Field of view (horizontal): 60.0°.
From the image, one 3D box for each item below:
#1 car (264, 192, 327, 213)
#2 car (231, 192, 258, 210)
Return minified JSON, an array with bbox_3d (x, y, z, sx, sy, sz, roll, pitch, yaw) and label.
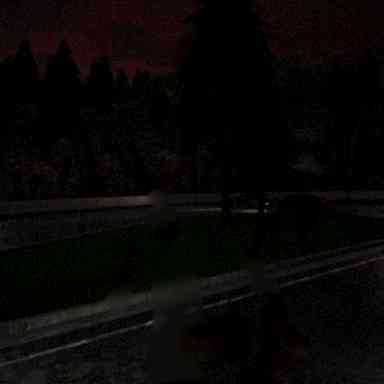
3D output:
[{"bbox_3d":[8.496,0.904,27.469,4.892,1.490,1.837,-1,-1,29],"label":"car"},{"bbox_3d":[5.213,0.752,31.747,4.553,1.767,2.097,-1,1,8],"label":"car"}]
